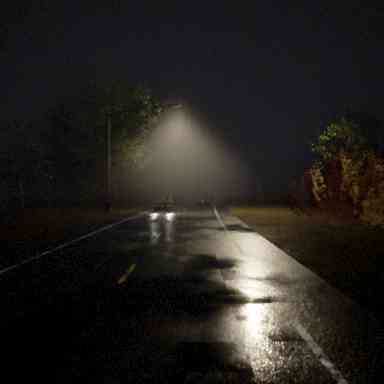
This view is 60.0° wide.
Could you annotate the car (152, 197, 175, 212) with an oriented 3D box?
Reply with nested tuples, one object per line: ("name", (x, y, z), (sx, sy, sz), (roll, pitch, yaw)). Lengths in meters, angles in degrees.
("car", (-2.878, 1.269, 34.428), (1.837, 1.490, 4.892), (0, 0, 3))

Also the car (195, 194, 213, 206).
("car", (1.528, 1.231, 46.628), (1.994, 1.385, 4.181), (0, 0, 4))
